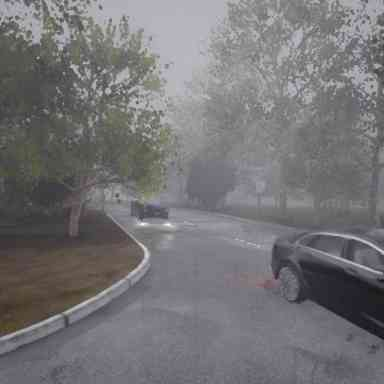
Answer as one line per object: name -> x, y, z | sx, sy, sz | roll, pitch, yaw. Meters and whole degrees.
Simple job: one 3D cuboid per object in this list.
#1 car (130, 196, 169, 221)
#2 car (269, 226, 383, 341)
car -> -2.973, 1.021, 22.809 | 1.882, 1.535, 5.008 | 1, 1, -20
car -> 3.094, 1.373, 5.113 | 2.128, 1.511, 4.902 | 0, 2, -19
